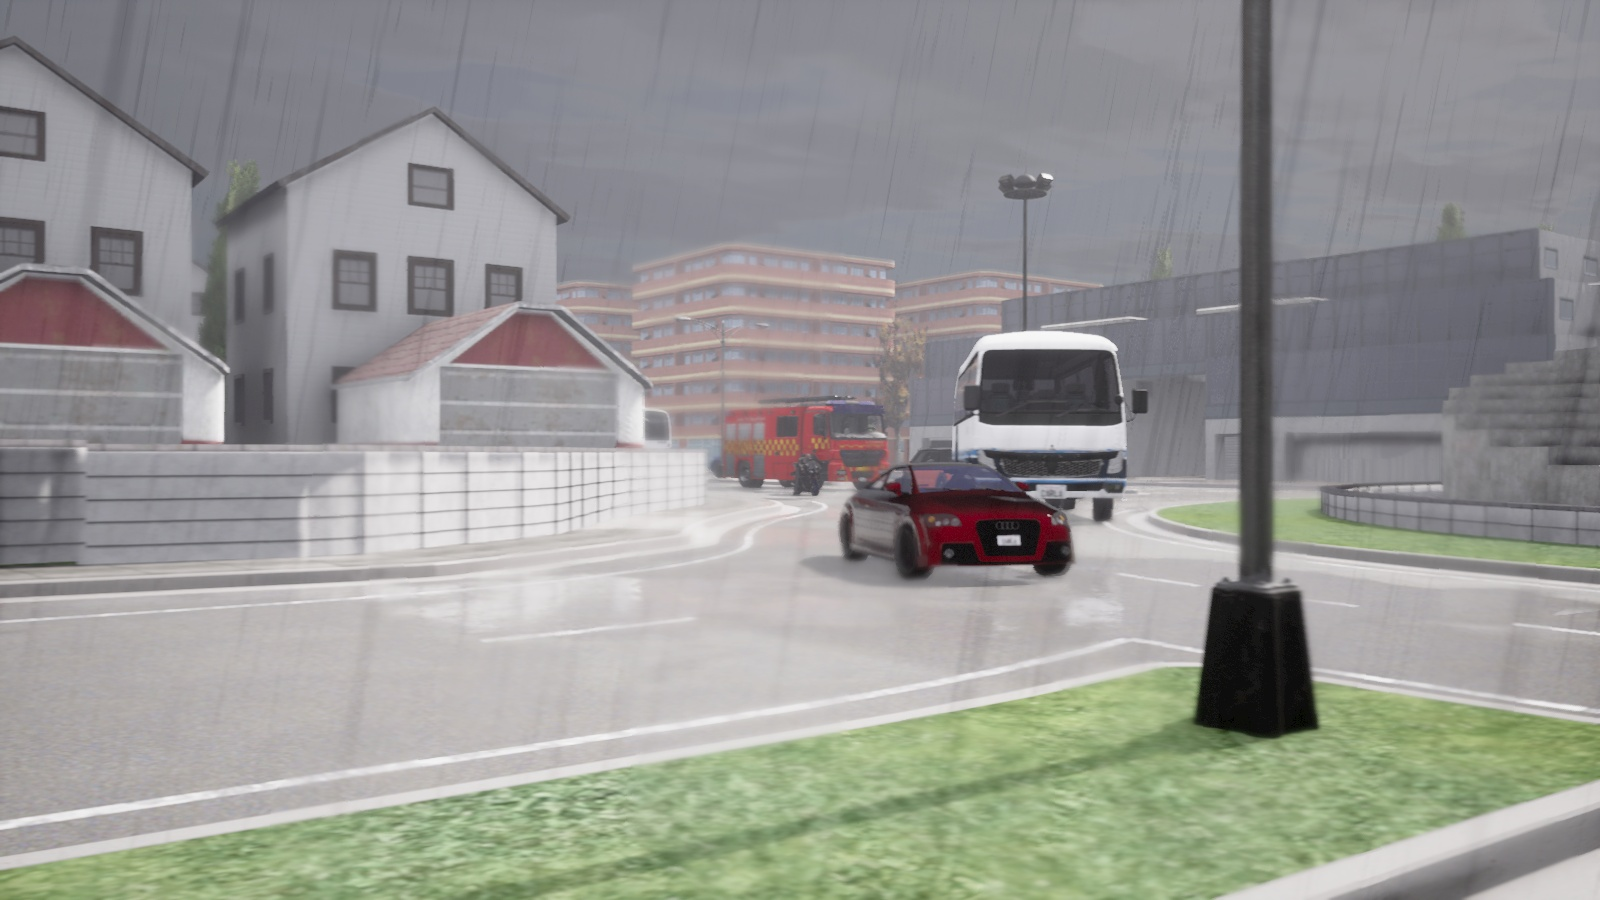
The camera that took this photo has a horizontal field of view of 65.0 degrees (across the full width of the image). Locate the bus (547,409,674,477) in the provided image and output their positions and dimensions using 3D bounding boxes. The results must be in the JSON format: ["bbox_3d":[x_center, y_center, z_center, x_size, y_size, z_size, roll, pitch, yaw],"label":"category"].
[{"bbox_3d":[-12.742,-0.400,83.416,3.944,4.253,10.273,0,0,-37],"label":"bus"}]

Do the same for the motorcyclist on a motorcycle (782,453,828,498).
[{"bbox_3d":[0.163,0.888,44.365,0.866,1.530,2.191,0,0,-23],"label":"motorcyclist on a motorcycle"}]

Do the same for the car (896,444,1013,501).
[{"bbox_3d":[4.967,0.693,40.966,2.097,1.767,4.553,0,0,-17],"label":"car"}]

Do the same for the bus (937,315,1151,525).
[{"bbox_3d":[5.522,-0.568,30.678,3.944,4.253,10.273,0,-1,4],"label":"bus"}]

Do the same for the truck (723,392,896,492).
[{"bbox_3d":[0.202,-0.294,52.094,2.891,3.827,8.468,0,0,-34],"label":"truck"}]

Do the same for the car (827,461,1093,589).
[{"bbox_3d":[1.866,0.844,16.105,1.994,1.385,4.181,0,0,-14],"label":"car"}]
